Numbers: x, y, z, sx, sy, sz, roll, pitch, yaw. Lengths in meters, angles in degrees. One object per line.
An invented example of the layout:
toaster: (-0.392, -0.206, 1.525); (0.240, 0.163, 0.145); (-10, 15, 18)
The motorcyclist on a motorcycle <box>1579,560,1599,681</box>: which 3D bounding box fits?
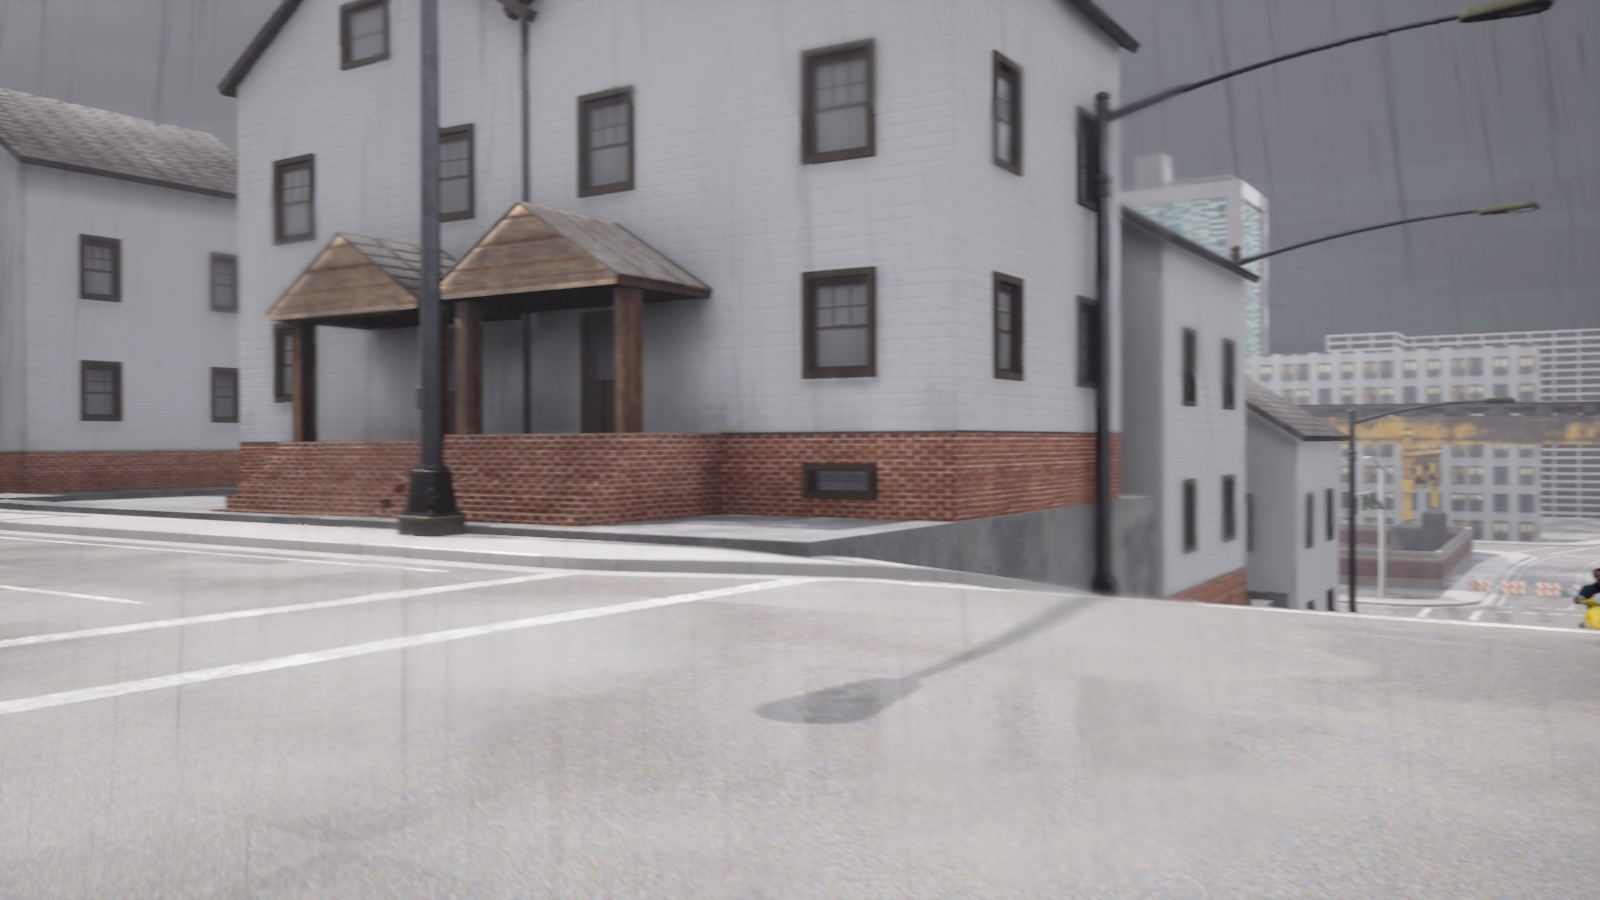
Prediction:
motorcyclist on a motorcycle: (12.006, 2.554, 18.484); (0.866, 1.590, 1.817); (-1, -13, 33)
